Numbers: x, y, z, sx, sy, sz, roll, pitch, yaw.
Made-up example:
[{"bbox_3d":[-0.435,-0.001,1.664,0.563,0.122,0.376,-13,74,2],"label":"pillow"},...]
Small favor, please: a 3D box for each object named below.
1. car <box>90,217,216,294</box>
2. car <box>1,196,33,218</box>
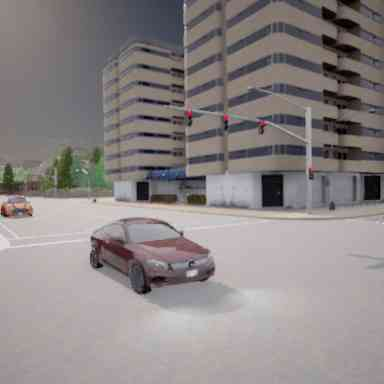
[{"bbox_3d":[-1.311,1.435,8.872,1.812,1.442,4.674,-2,1,-35],"label":"car"},{"bbox_3d":[-15.387,1.239,29.202,2.097,1.767,4.553,-2,1,-35],"label":"car"}]
